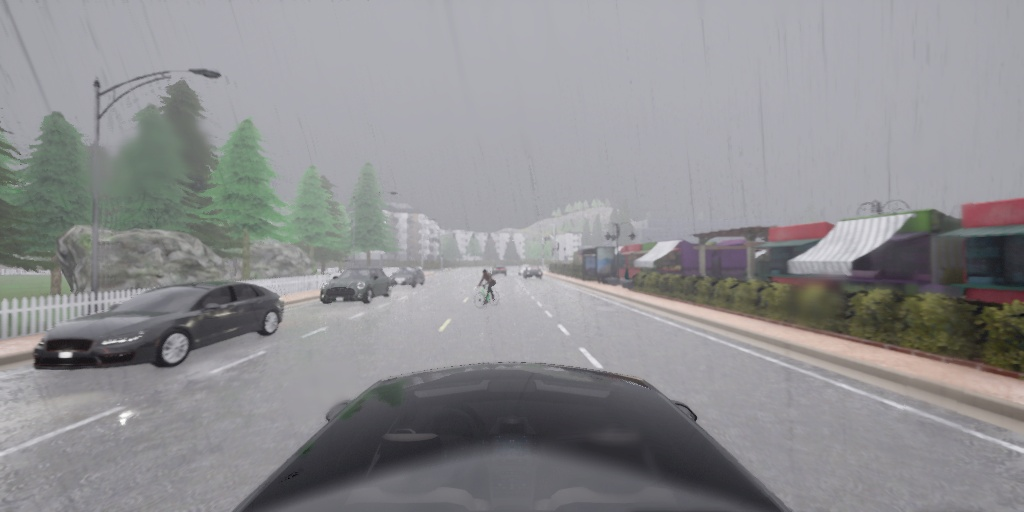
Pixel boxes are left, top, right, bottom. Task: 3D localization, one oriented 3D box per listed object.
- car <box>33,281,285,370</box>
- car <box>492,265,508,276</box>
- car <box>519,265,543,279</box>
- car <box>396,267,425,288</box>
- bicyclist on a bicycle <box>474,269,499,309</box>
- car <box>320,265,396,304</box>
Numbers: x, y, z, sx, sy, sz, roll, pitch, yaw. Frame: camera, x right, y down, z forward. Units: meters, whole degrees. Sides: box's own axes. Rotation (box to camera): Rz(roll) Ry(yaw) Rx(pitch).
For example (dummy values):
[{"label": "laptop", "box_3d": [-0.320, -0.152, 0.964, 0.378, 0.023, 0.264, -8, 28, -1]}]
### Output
[{"label": "car", "box_3d": [-7.307, 1.378, 8.223, 1.837, 1.490, 4.892, 0, -1, -2]}, {"label": "car", "box_3d": [-1.645, 1.866, 47.400, 1.837, 1.490, 4.892, 0, 0, -2]}, {"label": "car", "box_3d": [2.193, 1.834, 39.276, 1.895, 1.301, 4.718, 0, -1, -2]}, {"label": "car", "box_3d": [-8.060, 1.628, 27.927, 2.128, 1.511, 4.902, 0, -1, -2]}, {"label": "bicyclist on a bicycle", "box_3d": [-1.061, 1.385, 15.230, 0.582, 1.620, 1.656, -1, -2, 36]}, {"label": "car", "box_3d": [-7.688, 1.357, 18.068, 2.097, 1.767, 4.553, 0, -1, -2]}]
